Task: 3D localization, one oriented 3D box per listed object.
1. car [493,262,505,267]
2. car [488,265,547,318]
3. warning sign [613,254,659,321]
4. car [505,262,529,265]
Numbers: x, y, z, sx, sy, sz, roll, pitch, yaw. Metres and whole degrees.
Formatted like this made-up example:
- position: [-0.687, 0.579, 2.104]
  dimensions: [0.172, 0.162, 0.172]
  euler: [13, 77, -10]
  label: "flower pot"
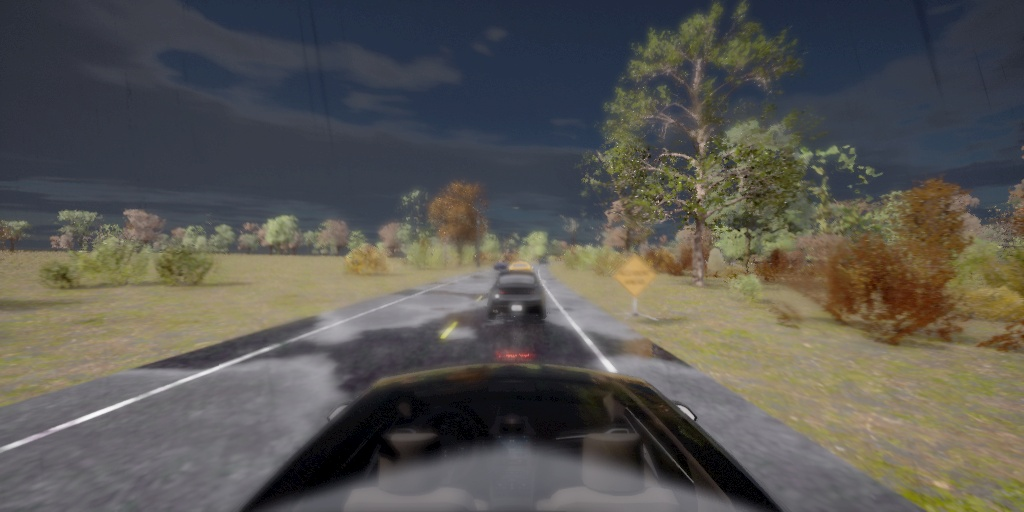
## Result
- position: [-1.515, 1.464, 51.702]
  dimensions: [1.895, 1.301, 4.718]
  euler: [0, 0, 5]
  label: "car"
- position: [0.201, 1.267, 12.976]
  dimensions: [1.837, 1.490, 4.892]
  euler: [0, 0, 1]
  label: "car"
- position: [3.615, 0.876, 10.484]
  dimensions: [1.300, 1.860, 1.060]
  euler: [0, 0, 1]
  label: "warning sign"
- position: [0.739, 1.270, 29.393]
  dimensions: [1.882, 1.535, 5.008]
  euler: [0, 0, 3]
  label: "car"
